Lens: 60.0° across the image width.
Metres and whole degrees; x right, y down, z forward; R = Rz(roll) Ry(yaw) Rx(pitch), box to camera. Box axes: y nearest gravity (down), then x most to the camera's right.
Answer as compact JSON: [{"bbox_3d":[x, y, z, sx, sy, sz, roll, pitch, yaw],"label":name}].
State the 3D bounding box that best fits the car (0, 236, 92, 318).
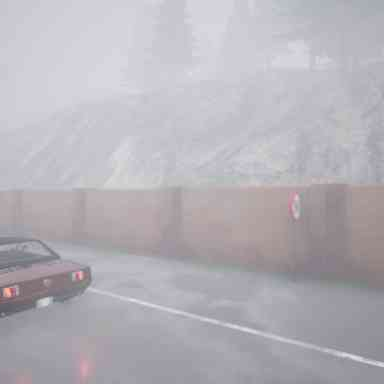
[{"bbox_3d":[-4.323,1.621,7.067,4.718,1.301,1.895,0,0,36],"label":"car"}]
